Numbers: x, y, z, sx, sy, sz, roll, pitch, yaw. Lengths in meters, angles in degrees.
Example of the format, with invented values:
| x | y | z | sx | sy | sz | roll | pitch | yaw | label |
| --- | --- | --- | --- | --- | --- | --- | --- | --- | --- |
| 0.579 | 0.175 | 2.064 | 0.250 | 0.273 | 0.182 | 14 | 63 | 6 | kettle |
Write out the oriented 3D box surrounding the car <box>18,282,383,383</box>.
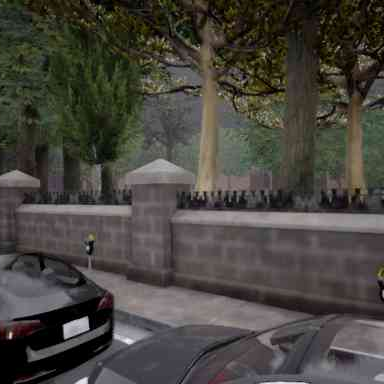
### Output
| x | y | z | sx | sy | sz | roll | pitch | yaw | label |
| --- | --- | --- | --- | --- | --- | --- | --- | --- | --- |
| 1.070 | 1.549 | 2.071 | 4.403 | 1.369 | 2.008 | 0 | -1 | 36 | car |

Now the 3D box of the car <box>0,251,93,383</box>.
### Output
| x | y | z | sx | sy | sz | roll | pitch | yaw | label |
| --- | --- | --- | --- | --- | --- | --- | --- | --- | --- |
| -2.997 | 1.566 | 4.960 | 4.313 | 1.339 | 1.947 | 0 | -1 | 36 | car |
